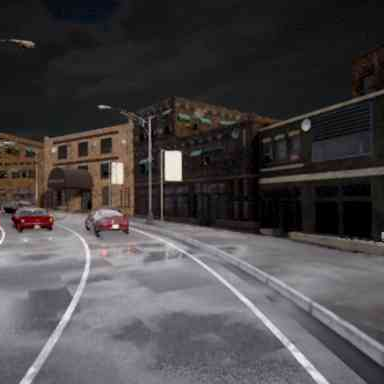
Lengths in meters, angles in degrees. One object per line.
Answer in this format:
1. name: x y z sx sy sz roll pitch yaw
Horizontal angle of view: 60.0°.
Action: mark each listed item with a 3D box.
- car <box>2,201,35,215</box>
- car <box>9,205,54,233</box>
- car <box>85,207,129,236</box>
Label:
1. car: -18.032 1.645 34.672 4.902 1.511 2.128 0 -1 38
2. car: -9.981 1.690 20.769 1.895 1.301 4.718 0 0 -33
3. car: -4.941 1.614 19.181 1.812 1.442 4.674 0 0 -26
